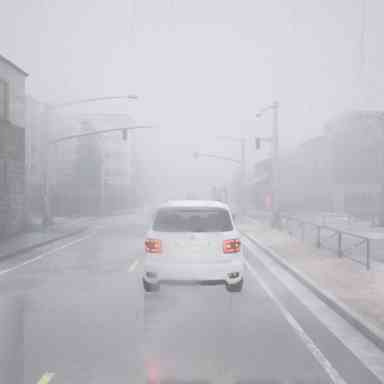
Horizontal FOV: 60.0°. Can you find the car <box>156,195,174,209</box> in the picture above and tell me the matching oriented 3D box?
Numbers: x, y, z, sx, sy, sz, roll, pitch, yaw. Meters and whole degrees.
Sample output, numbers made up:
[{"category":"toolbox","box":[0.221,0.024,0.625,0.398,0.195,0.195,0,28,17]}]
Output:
[{"category":"car","box":[-3.687,1.352,46.563,2.097,1.767,4.553,0,0,0]}]

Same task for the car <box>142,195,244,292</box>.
[{"category":"car","box":[0.036,1.221,9.050,2.150,2.045,5.566,0,0,1]}]

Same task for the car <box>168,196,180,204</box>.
[{"category":"car","box":[-3.643,1.547,67.582,2.033,1.411,5.357,0,0,0]}]

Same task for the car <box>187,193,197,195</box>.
[{"category":"car","box":[-0.003,1.221,56.955,2.150,2.045,5.566,0,0,0]}]

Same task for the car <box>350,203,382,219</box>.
[{"category":"car","box":[16.658,1.740,30.232,4.181,1.385,1.994,0,0,0]}]

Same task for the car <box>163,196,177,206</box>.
[{"category":"car","box":[-3.692,1.491,56.944,2.128,1.511,4.902,0,0,0]}]
